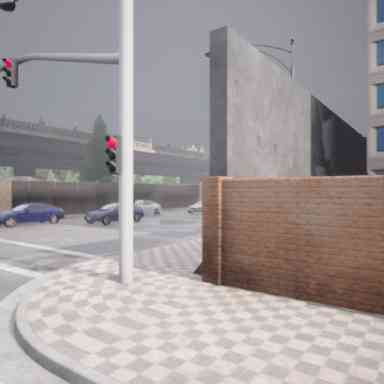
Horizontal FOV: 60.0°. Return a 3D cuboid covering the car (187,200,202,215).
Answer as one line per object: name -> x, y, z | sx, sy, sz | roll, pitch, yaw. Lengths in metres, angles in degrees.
car -> 1.412, 1.463, 32.990 | 1.812, 1.442, 4.674 | 0, 0, 36

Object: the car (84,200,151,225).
car -> -5.366, 1.463, 23.545 | 1.812, 1.442, 4.674 | 0, 0, 35

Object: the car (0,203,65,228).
car -> -10.788, 1.462, 22.073 | 1.812, 1.442, 4.674 | 0, 0, 37

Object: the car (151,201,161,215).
car -> -4.735, 1.462, 30.453 | 1.812, 1.442, 4.674 | 0, 0, 36
